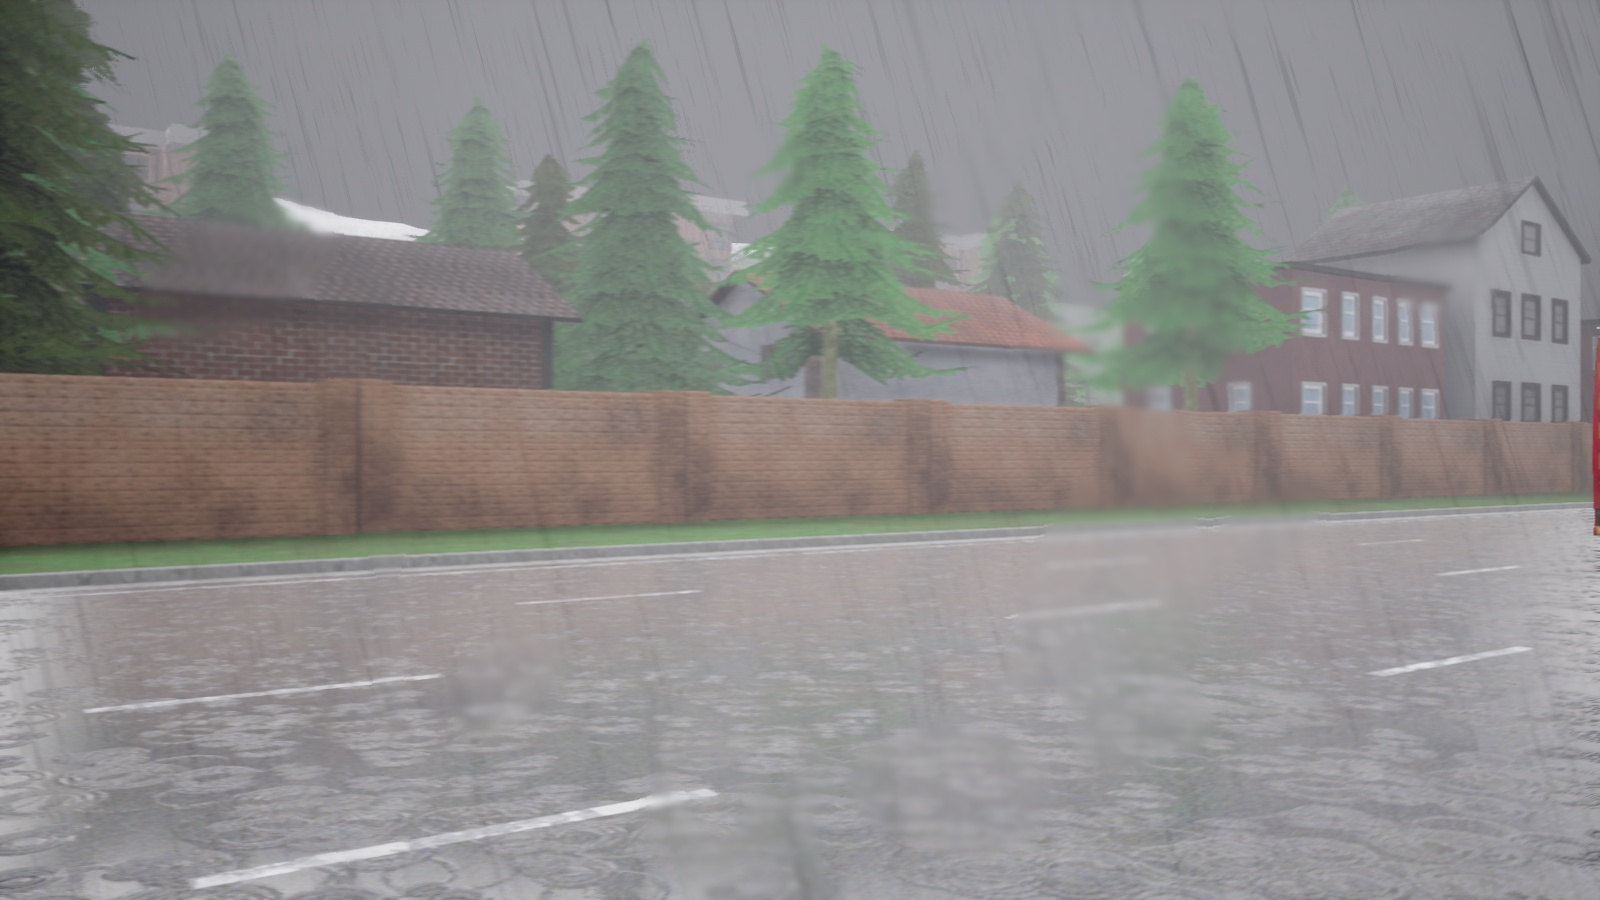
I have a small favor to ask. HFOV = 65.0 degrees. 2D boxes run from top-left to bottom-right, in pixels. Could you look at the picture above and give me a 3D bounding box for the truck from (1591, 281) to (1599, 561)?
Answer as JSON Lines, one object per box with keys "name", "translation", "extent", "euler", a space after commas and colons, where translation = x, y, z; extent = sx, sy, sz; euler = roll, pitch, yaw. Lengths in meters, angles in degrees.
{"name": "truck", "translation": [15.179, -0.406, 18.493], "extent": [8.468, 3.827, 2.891], "euler": [0, 0, -35]}
